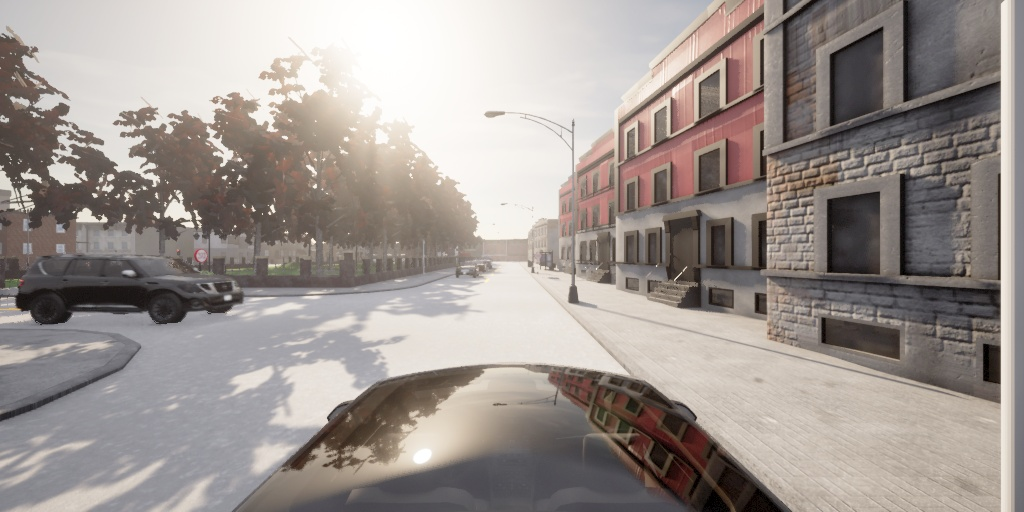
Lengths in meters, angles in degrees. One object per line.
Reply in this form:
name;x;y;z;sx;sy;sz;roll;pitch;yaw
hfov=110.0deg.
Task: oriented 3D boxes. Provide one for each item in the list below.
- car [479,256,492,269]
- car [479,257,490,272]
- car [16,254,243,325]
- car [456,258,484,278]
car;-4.198;0.971;55.065;2.150;2.045;5.566;0;0;0
car;-4.199;1.228;44.330;1.882;1.535;5.008;0;0;0
car;-11.815;0.971;11.338;5.566;2.045;2.150;0;0;-2
car;-4.179;1.241;34.182;2.128;1.511;4.902;0;0;0
